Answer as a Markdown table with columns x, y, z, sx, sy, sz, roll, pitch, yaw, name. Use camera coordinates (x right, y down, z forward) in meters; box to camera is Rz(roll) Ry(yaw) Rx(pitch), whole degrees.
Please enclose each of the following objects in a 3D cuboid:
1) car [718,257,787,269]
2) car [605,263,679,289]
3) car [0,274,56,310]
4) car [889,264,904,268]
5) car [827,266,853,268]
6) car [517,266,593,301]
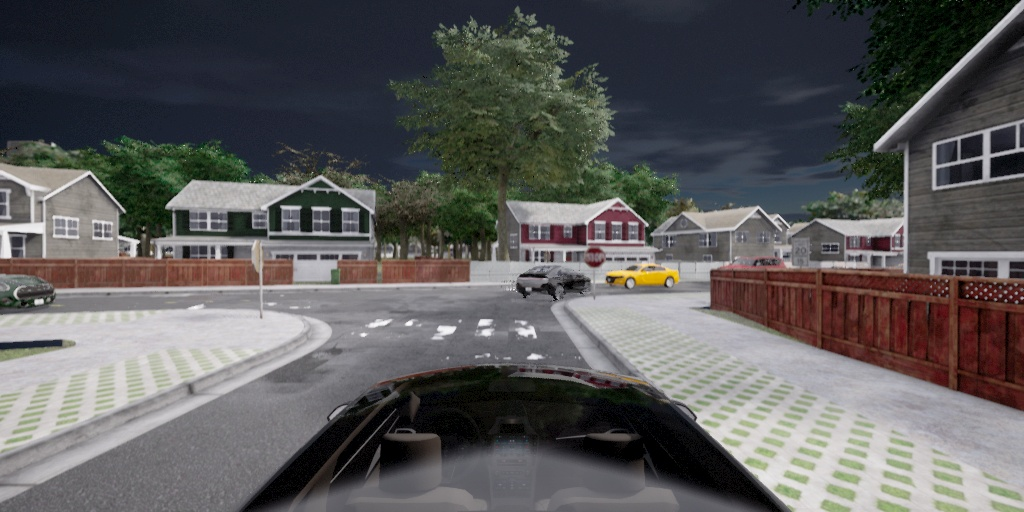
| x | y | z | sx | sy | sz | roll | pitch | yaw | name |
| --- | --- | --- | --- | --- | --- | --- | --- | --- | --- |
| 17.716 | 1.066 | 26.535 | 5.566 | 2.045 | 2.150 | 1 | 0 | -20 | car |
| 8.376 | 1.236 | 23.145 | 5.008 | 1.535 | 1.882 | 1 | 0 | -20 | car |
| -17.271 | 0.859 | 10.743 | 4.553 | 1.767 | 2.097 | 1 | 0 | -20 | car |
| 36.867 | 1.486 | 33.416 | 5.008 | 1.535 | 1.882 | 0 | 0 | -20 | car |
| 27.070 | 1.528 | 29.905 | 4.718 | 1.301 | 1.895 | 0 | 0 | -20 | car |
| 2.165 | 1.195 | 17.083 | 2.128 | 1.511 | 4.902 | 0 | -1 | 36 | car |
